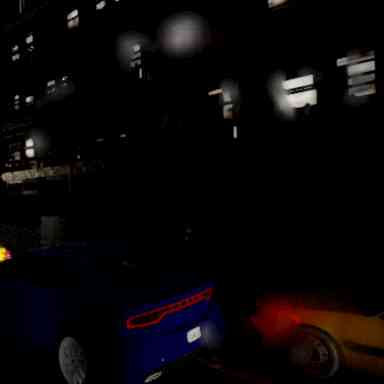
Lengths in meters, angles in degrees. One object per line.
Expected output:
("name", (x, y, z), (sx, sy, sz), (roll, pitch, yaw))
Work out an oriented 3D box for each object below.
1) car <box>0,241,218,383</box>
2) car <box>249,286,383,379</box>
("car", (-1.965, 1.543, 5.416), (5.008, 1.535, 1.882), (0, -1, 37))
("car", (3.072, 1.586, 3.867), (4.829, 1.417, 1.752), (0, -2, 37))
